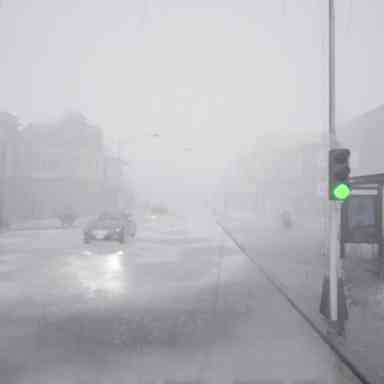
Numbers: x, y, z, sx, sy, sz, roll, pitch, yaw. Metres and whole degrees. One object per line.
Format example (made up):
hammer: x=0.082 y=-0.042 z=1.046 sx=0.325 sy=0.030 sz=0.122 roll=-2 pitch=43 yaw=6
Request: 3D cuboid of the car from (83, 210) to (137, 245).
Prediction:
car: x=-3.994 y=1.704 z=16.859 sx=2.128 sy=1.511 sz=4.902 roll=0 pitch=-1 yaw=0

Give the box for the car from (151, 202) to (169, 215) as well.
car: x=-3.984 y=2.008 z=41.854 sx=1.882 sy=1.535 sz=5.008 roll=0 pitch=0 yaw=0
